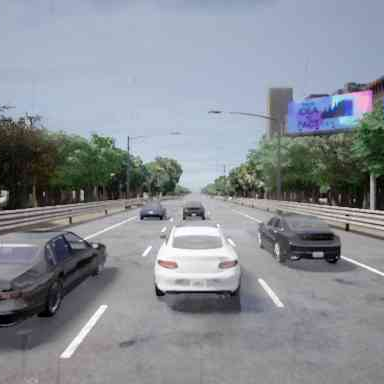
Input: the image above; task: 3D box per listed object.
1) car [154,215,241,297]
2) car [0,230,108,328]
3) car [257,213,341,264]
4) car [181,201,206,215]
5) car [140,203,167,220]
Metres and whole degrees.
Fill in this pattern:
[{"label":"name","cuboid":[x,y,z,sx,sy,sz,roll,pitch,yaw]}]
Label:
[{"label":"car","cuboid":[0.116,1.547,8.535,1.812,1.442,4.674,0,0,0]},{"label":"car","cuboid":[-3.385,1.566,7.369,2.033,1.411,5.357,0,0,0]},{"label":"car","cuboid":[3.624,1.536,11.973,1.837,1.490,4.892,0,0,0]},{"label":"car","cuboid":[0.161,1.577,29.031,1.837,1.490,4.892,0,0,0]},{"label":"car","cuboid":[-3.340,1.635,29.151,1.994,1.385,4.181,0,0,0]}]
